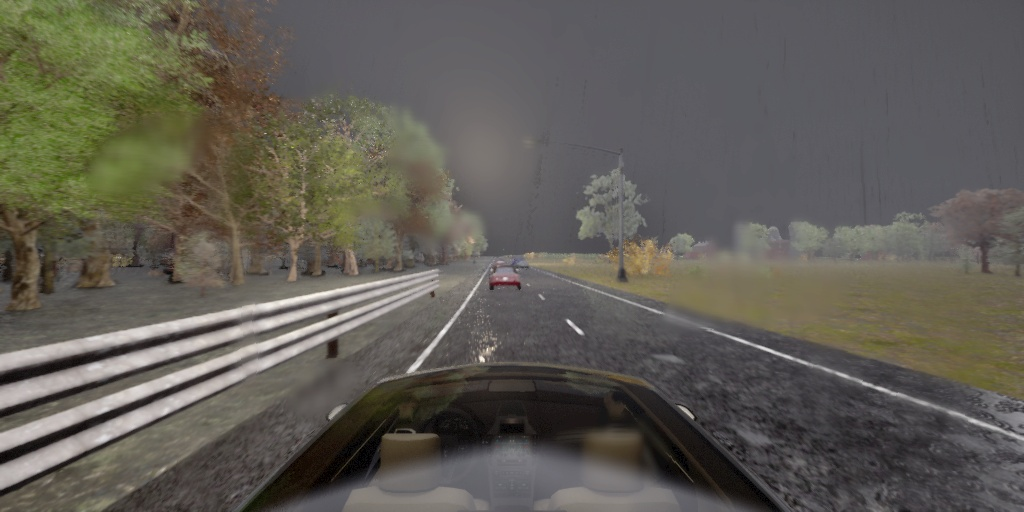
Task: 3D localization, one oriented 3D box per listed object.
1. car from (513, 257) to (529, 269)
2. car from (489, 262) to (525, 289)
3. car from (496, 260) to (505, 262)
[{"bbox_3d":[1.585,1.294,55.289,1.994,1.385,4.181,0,0,-2],"label":"car"},{"bbox_3d":[-0.470,1.317,23.382,1.994,1.385,4.181,0,0,-2],"label":"car"},{"bbox_3d":[-1.596,1.273,50.083,1.812,1.442,4.674,0,0,-2],"label":"car"}]
